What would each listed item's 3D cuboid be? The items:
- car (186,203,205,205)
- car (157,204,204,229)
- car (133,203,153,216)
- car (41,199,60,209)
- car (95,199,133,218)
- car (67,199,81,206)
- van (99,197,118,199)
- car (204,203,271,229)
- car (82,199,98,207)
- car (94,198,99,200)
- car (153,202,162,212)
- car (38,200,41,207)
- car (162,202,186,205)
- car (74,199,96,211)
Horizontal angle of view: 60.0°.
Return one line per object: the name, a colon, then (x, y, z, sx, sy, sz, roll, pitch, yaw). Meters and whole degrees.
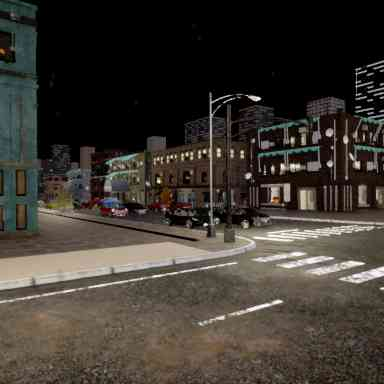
car: (1.751, 1.810, 35.512, 2.008, 1.369, 4.403, -2, 0, -35)
car: (-0.364, 1.815, 23.789, 1.947, 1.339, 4.313, -1, 0, -35)
car: (-6.604, 1.914, 37.315, 1.812, 1.442, 4.674, -1, 0, -35)
car: (-24.185, 2.233, 57.628, 1.752, 1.417, 4.829, -1, 0, -35)
car: (-8.289, 1.847, 35.183, 1.967, 1.590, 4.097, -1, 0, -35)
car: (-27.043, 2.364, 76.164, 1.947, 1.339, 4.313, -1, 0, -35)
van: (-14.251, 1.907, 58.096, 1.690, 1.788, 3.998, -1, 0, -35)
car: (3.313, 1.697, 23.382, 1.837, 1.490, 4.892, -1, 0, -37)
car: (-20.645, 2.228, 67.129, 1.887, 1.381, 4.507, -1, 0, -35)
car: (-17.451, 1.940, 62.612, 2.192, 1.841, 5.009, -1, 0, -35)
car: (-4.646, 1.966, 44.545, 1.802, 1.307, 4.206, -1, 0, -35)
car: (-30.682, 2.376, 66.802, 2.008, 1.369, 4.403, -1, 0, -35)
car: (-1.448, 1.904, 40.029, 1.802, 1.307, 4.206, -2, 0, -35)
car: (-17.222, 2.157, 52.456, 1.994, 1.385, 4.181, -1, 0, -35)
